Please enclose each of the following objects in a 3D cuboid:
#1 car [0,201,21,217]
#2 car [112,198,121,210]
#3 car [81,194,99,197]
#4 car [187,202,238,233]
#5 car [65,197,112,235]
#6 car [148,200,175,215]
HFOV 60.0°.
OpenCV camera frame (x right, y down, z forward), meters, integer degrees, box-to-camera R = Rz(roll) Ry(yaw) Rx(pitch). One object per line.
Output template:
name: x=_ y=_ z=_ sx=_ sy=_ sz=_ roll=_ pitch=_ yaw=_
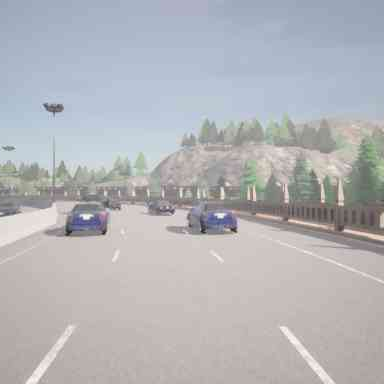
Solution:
car: x=-16.298 y=1.573 z=29.306 sx=1.837 sy=1.490 sz=4.892 roll=0 pitch=0 yaw=-20
car: x=-10.391 y=1.560 z=42.618 sx=2.128 sy=1.511 sz=4.902 roll=0 pitch=0 yaw=-25
car: x=-10.753 y=1.279 z=34.895 sx=2.150 sy=2.045 sz=5.566 roll=0 pitch=0 yaw=-22
car: x=1.084 y=1.358 z=19.909 sx=2.097 sy=1.767 sz=4.553 roll=0 pitch=0 yaw=-12
car: x=-5.907 y=1.370 z=19.220 sx=2.097 sy=1.767 sz=4.553 roll=0 pitch=0 yaw=-12
car: x=-3.287 y=1.580 z=34.986 sx=2.033 sy=1.411 sz=5.357 roll=0 pitch=0 yaw=-20
